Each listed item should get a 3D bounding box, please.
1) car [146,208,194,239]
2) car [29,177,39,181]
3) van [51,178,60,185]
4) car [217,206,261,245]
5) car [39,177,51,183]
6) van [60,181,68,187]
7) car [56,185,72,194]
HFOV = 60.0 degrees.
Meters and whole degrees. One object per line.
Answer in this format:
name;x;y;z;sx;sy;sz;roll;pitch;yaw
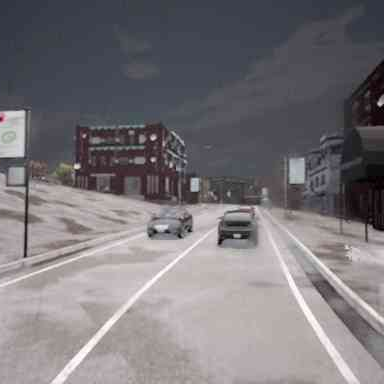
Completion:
car;-1.089;1.666;18.652;2.128;1.511;4.902;0;-1;10
car;-25.369;-1.973;49.894;2.002;1.452;4.674;1;-3;-3
van;-26.297;-1.563;61.066;1.878;1.987;4.442;1;-4;-5
car;2.339;1.657;16.597;1.837;1.490;4.892;0;-1;10
car;-25.787;-1.650;55.412;2.002;1.452;4.674;1;-3;-5
van;-26.936;-1.198;66.555;1.878;1.987;4.442;1;-4;-6
car;-27.665;-0.570;71.937;2.163;1.488;4.792;1;-4;-8
